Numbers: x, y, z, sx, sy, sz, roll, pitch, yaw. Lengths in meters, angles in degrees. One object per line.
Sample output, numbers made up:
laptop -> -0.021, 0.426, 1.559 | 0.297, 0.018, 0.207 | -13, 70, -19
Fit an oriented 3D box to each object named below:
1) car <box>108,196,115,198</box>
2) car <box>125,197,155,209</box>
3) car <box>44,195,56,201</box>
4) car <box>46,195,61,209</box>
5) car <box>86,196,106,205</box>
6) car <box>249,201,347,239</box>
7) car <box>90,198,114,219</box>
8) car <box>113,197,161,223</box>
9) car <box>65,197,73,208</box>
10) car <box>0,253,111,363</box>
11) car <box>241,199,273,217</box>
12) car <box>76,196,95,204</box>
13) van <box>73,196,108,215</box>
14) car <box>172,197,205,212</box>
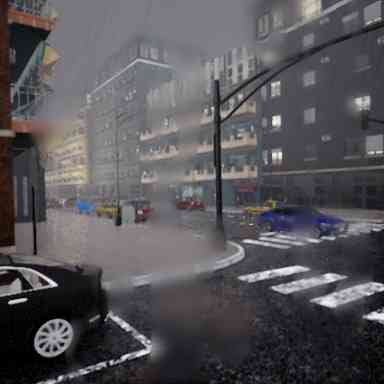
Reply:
car -> -13.343, 1.270, 52.610 | 1.967, 1.590, 4.097 | -2, 1, -36
car -> -6.894, 1.349, 43.614 | 2.008, 1.369, 4.403 | -2, 1, -36
car -> -35.902, 1.497, 84.104 | 1.887, 1.381, 4.507 | -2, 1, -36
car -> -20.153, 1.495, 47.732 | 1.967, 1.590, 4.097 | -2, 1, -36
car -> -16.563, 1.412, 57.111 | 1.947, 1.339, 4.313 | -2, 1, -36
car -> 5.343, 1.414, 16.770 | 1.812, 1.442, 4.674 | -2, 1, -36
car -> -7.159, 1.518, 29.600 | 1.752, 1.417, 4.829 | -2, 1, -36
car -> -4.038, 1.419, 25.238 | 1.967, 1.590, 4.097 | -2, 1, -36
car -> -16.796, 1.505, 47.670 | 1.812, 1.442, 4.674 | -2, 1, -36
car -> -3.273, 1.555, 4.238 | 4.403, 1.369, 2.008 | -1, 0, -36
car -> 5.899, 1.266, 25.757 | 1.752, 1.417, 4.829 | -2, 1, -36
car -> -19.787, 1.414, 61.610 | 2.008, 1.369, 4.403 | -2, 1, -36
van -> -10.486, 1.350, 34.233 | 1.690, 1.788, 3.998 | -2, 1, -36
car -> -0.450, 1.209, 34.615 | 1.967, 1.590, 4.097 | -2, 1, -36
